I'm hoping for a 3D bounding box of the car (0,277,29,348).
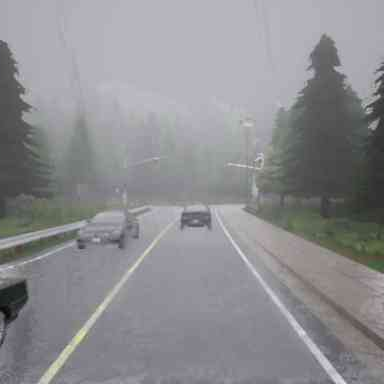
[{"bbox_3d":[-3.582,1.600,3.174,1.895,1.301,4.718,0,0,0],"label":"car"}]

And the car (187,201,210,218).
[{"bbox_3d":[0.637,1.562,31.495,1.994,1.385,4.181,0,0,2],"label":"car"}]

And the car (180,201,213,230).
[{"bbox_3d":[0.304,1.476,21.016,1.882,1.535,5.008,0,0,3],"label":"car"}]

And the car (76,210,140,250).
[{"bbox_3d":[-3.466,1.524,14.571,1.812,1.442,4.674,0,0,1],"label":"car"}]
